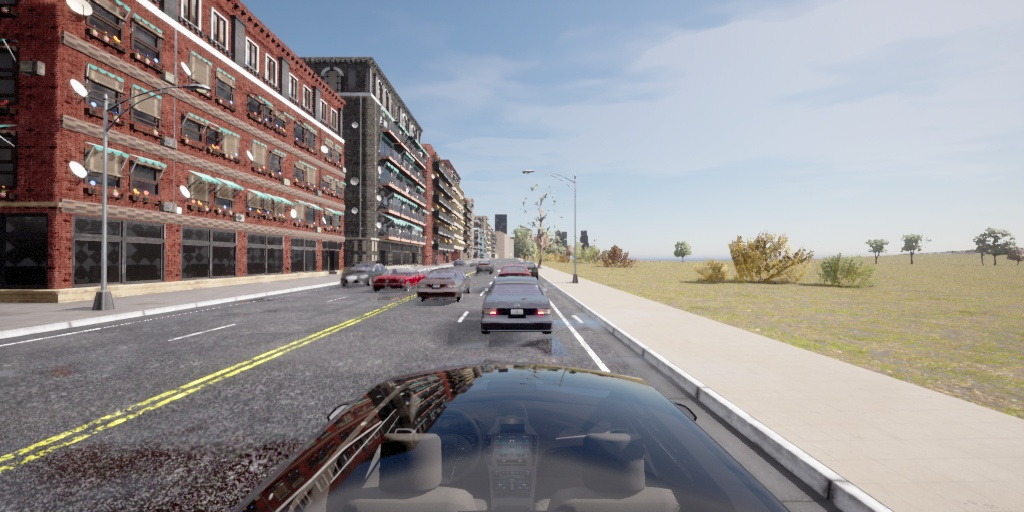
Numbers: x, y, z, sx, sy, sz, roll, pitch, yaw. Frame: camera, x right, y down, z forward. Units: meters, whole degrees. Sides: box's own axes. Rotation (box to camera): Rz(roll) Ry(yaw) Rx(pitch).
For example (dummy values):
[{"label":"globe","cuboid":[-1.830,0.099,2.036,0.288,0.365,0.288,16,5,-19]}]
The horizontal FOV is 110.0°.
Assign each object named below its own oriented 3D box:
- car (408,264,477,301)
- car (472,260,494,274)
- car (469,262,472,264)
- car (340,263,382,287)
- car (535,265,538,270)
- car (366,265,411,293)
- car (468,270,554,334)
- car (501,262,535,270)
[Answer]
[{"label":"car","cuboid":[-3.114,1.300,17.328,2.033,1.411,5.357,0,0,0]},{"label":"car","cuboid":[-3.056,1.245,41.541,2.128,1.511,4.902,0,0,0]},{"label":"car","cuboid":[-6.413,1.353,63.517,1.895,1.301,4.718,0,0,1]},{"label":"car","cuboid":[-9.800,1.245,24.284,2.128,1.511,4.902,0,0,0]},{"label":"car","cuboid":[1.204,1.232,30.534,1.882,1.535,5.008,0,0,0]},{"label":"car","cuboid":[-6.554,1.354,21.091,1.895,1.301,4.718,0,0,0]},{"label":"car","cuboid":[0.119,1.299,10.557,2.033,1.411,5.357,0,0,0]},{"label":"car","cuboid":[0.147,1.231,21.097,1.882,1.535,5.008,0,0,0]}]
